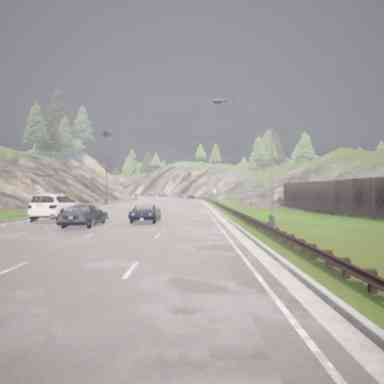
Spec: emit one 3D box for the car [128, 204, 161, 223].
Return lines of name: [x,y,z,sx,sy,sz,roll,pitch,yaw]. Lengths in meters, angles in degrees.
car: [-3.393,1.562,24.721,1.895,1.301,4.718,0,0,0]

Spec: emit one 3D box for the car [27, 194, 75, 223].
car: [-10.392,1.181,25.410,2.150,2.045,5.566,0,0,0]

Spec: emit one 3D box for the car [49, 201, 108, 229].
car: [-6.896,1.513,21.408,2.033,1.411,5.357,0,0,0]
